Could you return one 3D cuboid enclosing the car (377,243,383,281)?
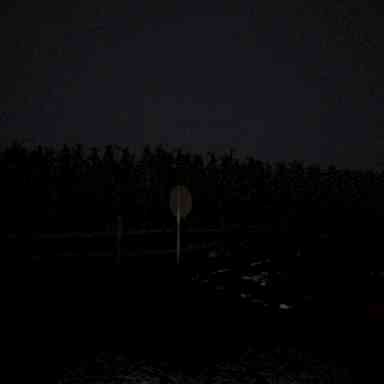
[{"bbox_3d":[6.546,1.541,8.725,4.892,1.490,1.837,1,1,-41],"label":"car"}]
